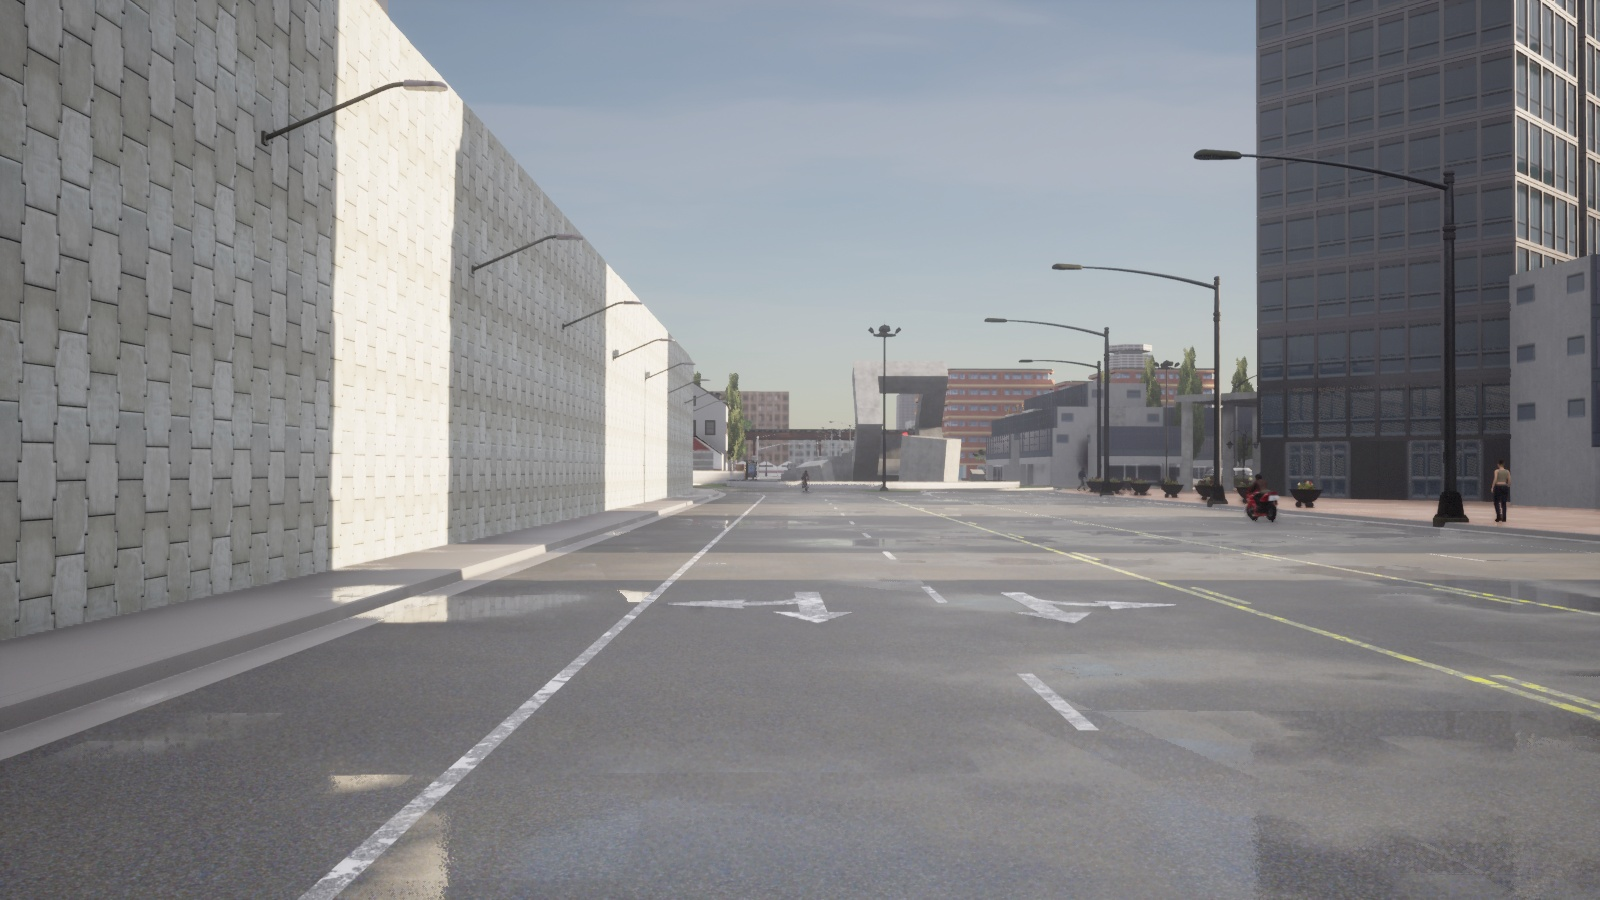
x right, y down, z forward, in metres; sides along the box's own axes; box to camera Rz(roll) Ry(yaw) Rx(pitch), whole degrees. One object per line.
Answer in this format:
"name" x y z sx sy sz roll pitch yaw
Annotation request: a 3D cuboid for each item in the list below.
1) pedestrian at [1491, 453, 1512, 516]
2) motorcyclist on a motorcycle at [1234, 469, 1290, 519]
"pedestrian" 20.492 1.002 36.670 0.345 1.836 0.594 0 -1 11
"motorcyclist on a motorcycle" 14.662 1.404 39.905 0.797 1.523 2.044 -3 -2 -5
